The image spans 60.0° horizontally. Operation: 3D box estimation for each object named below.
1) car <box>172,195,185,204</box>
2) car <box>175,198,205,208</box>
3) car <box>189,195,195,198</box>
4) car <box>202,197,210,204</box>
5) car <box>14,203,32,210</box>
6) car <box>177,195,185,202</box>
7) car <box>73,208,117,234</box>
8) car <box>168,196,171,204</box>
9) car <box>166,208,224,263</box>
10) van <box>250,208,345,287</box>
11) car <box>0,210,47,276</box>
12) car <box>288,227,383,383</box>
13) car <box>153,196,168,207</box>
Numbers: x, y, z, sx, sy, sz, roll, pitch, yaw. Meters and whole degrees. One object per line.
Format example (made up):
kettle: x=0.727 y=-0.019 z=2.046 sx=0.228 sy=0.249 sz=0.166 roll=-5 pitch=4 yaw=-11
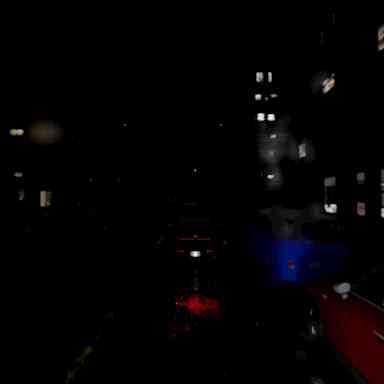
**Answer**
car: x=-3.001 y=1.678 z=73.590 sx=2.097 sy=1.767 sz=4.553 roll=0 pitch=0 yaw=0
car: x=-0.263 y=1.610 z=29.664 sx=1.882 sy=1.535 sz=5.008 roll=0 pitch=0 yaw=-5
car: x=0.001 y=1.845 z=85.569 sx=1.882 sy=1.535 sz=5.008 roll=0 pitch=0 yaw=0
car: x=2.706 y=1.745 z=69.329 sx=1.967 sy=1.590 sz=4.097 roll=1 pitch=0 yaw=0
car: x=-19.300 y=1.769 z=35.197 sx=4.507 sy=1.381 sz=1.887 roll=0 pitch=-1 yaw=1
car: x=-3.000 y=1.730 z=89.196 sx=2.097 sy=1.767 sz=4.553 roll=0 pitch=0 yaw=0
car: x=-5.677 y=1.640 z=19.943 sx=2.008 sy=1.369 sz=4.403 roll=1 pitch=0 yaw=0
car: x=-5.676 y=1.824 z=63.580 sx=1.887 sy=1.381 sz=4.507 roll=1 pitch=0 yaw=0
car: x=0.100 y=1.562 z=12.243 sx=1.837 sy=1.490 sz=4.892 roll=0 pitch=0 yaw=0
van: x=2.708 y=1.383 z=9.122 sx=1.690 sy=1.788 sz=3.998 roll=1 pitch=0 yaw=0
car: x=-5.674 y=1.481 z=9.130 sx=1.967 sy=1.590 sz=4.097 roll=1 pitch=0 yaw=0
car: x=2.706 y=1.458 z=3.715 sx=1.967 sy=1.590 sz=4.097 roll=1 pitch=0 yaw=0
car: x=-5.752 y=1.800 z=57.898 sx=1.887 sy=1.381 sz=4.507 roll=1 pitch=0 yaw=0
